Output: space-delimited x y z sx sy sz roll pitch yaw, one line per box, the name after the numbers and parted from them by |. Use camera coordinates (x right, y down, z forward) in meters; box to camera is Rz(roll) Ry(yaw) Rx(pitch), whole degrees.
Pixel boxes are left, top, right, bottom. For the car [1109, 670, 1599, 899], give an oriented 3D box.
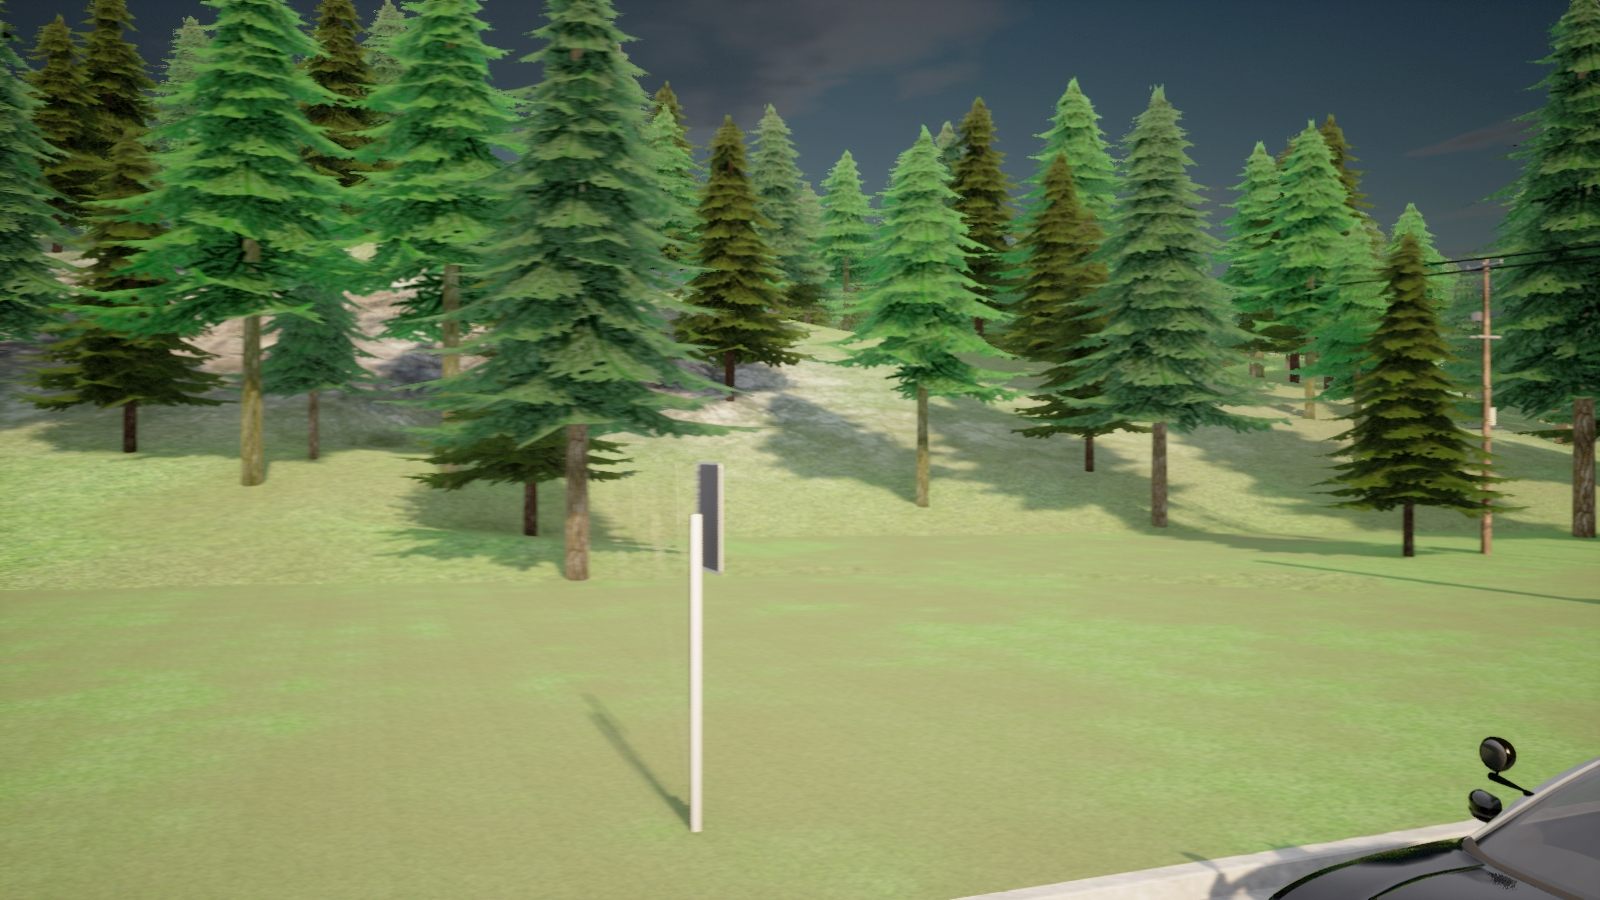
4.183 1.982 4.916 5.238 1.638 2.097 0 0 -19 | car
